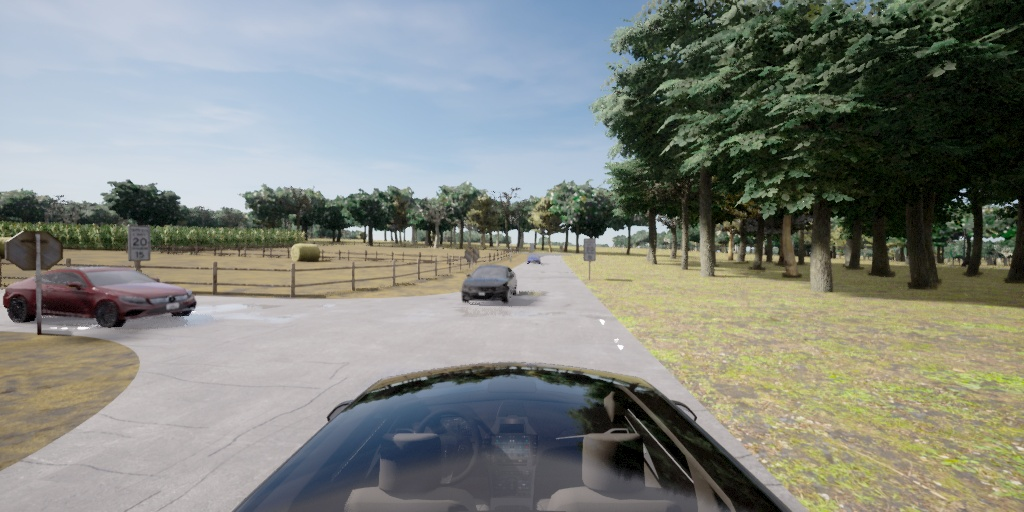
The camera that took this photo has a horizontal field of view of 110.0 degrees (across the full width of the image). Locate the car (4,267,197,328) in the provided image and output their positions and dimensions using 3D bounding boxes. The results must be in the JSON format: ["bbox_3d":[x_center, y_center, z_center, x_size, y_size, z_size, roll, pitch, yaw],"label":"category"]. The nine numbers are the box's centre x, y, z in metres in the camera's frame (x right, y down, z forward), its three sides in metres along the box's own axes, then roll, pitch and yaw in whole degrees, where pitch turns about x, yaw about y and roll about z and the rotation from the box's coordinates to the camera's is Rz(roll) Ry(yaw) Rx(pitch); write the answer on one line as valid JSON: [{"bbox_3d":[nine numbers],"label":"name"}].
[{"bbox_3d":[-11.367,1.041,9.956,4.674,1.442,1.812,1,1,9],"label":"car"}]

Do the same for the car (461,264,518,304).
[{"bbox_3d":[-0.859,1.139,15.890,1.882,1.535,5.008,0,0,6],"label":"car"}]

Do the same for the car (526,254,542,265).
[{"bbox_3d":[3.126,0.463,51.238,1.812,1.442,4.674,0,2,6],"label":"car"}]
